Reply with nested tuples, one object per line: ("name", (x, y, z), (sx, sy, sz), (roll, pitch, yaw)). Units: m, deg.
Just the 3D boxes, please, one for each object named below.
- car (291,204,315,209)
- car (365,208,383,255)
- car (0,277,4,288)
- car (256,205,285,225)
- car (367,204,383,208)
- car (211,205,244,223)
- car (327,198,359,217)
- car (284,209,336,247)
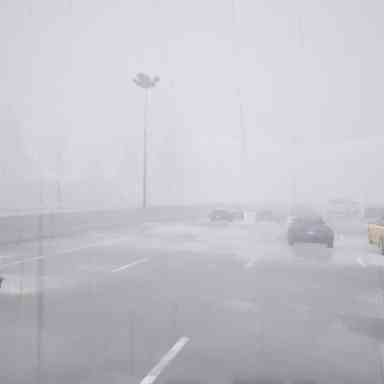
("car", (12.571, 2.022, 37.494), (1.994, 1.385, 4.181), (0, 0, 35))
("car", (8.674, 1.694, 13.883), (1.882, 1.535, 5.008), (0, 0, 20))
("car", (-5.666, 1.518, 4.889), (2.033, 1.411, 5.357), (1, 0, 20))
("car", (6.492, 1.826, 27.174), (1.812, 1.442, 4.674), (0, -1, 25))
("car", (19.581, 1.999, 34.968), (1.882, 1.535, 5.008), (-1, -1, 38))
("car", (3.047, 1.792, 28.191), (1.812, 1.442, 4.674), (0, 0, 25))
("car", (17.409, 1.743, 38.247), (2.150, 2.045, 5.566), (-1, -1, 41))
("car", (5.849, 1.767, 16.381), (1.994, 1.385, 4.181), (1, 0, 20))
